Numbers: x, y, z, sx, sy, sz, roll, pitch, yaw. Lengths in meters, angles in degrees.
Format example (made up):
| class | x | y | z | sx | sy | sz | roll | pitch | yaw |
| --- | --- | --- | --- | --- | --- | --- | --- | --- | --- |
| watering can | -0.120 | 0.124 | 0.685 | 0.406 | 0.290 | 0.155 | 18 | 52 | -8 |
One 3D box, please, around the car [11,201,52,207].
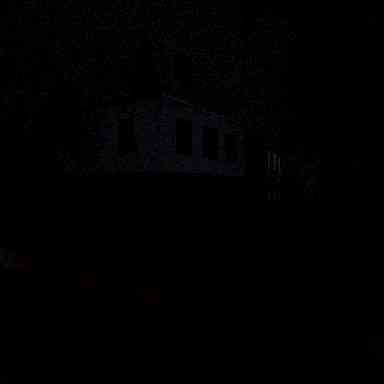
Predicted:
| class | x | y | z | sx | sy | sz | roll | pitch | yaw |
| --- | --- | --- | --- | --- | --- | --- | --- | --- | --- |
| car | -14.643 | 1.528 | 29.155 | 2.033 | 1.411 | 5.357 | 0 | 0 | 29 |
